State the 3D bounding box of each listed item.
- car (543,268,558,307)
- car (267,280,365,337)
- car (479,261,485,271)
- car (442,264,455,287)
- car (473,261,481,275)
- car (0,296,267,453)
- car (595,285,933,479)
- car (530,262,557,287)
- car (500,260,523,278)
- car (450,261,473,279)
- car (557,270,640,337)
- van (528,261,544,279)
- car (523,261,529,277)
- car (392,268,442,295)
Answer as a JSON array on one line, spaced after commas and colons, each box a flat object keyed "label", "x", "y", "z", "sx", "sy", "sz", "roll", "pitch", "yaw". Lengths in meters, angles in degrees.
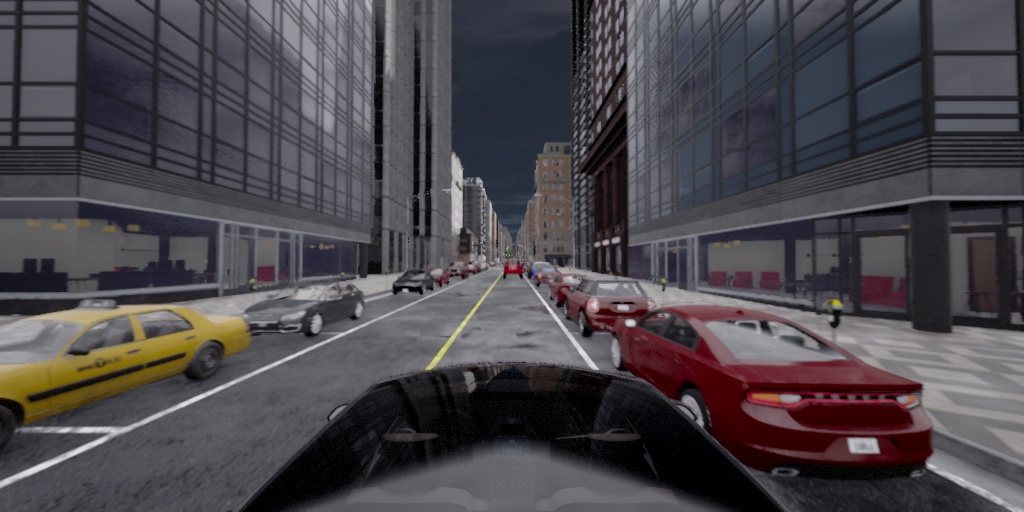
[{"label": "car", "x": 2.674, "y": 1.457, "z": 16.201, "sx": 1.888, "sy": 1.381, "sz": 4.507, "roll": 0, "pitch": 0, "yaw": 0}, {"label": "car", "x": -5.854, "y": 1.400, "z": 10.587, "sx": 2.007, "sy": 1.370, "sz": 4.403, "roll": 0, "pitch": 0, "yaw": 0}, {"label": "car", "x": -5.839, "y": 1.679, "z": 55.580, "sx": 2.192, "sy": 1.841, "sz": 5.009, "roll": 0, "pitch": 0, "yaw": 0}, {"label": "car", "x": -5.848, "y": 1.585, "z": 27.459, "sx": 1.888, "sy": 1.381, "sz": 4.507, "roll": 0, "pitch": 0, "yaw": 0}, {"label": "car", "x": -5.840, "y": 1.844, "z": 49.955, "sx": 1.888, "sy": 1.381, "sz": 4.507, "roll": 0, "pitch": 0, "yaw": 0}, {"label": "car", "x": -5.856, "y": 1.312, "z": 4.793, "sx": 1.751, "sy": 1.417, "sz": 4.829, "roll": 0, "pitch": 0, "yaw": 0}, {"label": "car", "x": 2.670, "y": 1.331, "z": 4.953, "sx": 1.888, "sy": 1.381, "sz": 4.507, "roll": 0, "pitch": 0, "yaw": 0}, {"label": "car", "x": 2.678, "y": 1.479, "z": 27.449, "sx": 1.967, "sy": 1.591, "sz": 4.097, "roll": 0, "pitch": 0, "yaw": 0}, {"label": "car", "x": 0.114, "y": 1.418, "z": 41.036, "sx": 2.150, "sy": 2.045, "sz": 5.566, "roll": 0, "pitch": 0, "yaw": 0}, {"label": "car", "x": -5.844, "y": 1.483, "z": 38.707, "sx": 2.192, "sy": 1.841, "sz": 5.009, "roll": 0, "pitch": 0, "yaw": 0}, {"label": "car", "x": 2.672, "y": 1.289, "z": 10.577, "sx": 1.967, "sy": 1.591, "sz": 4.097, "roll": 0, "pitch": 0, "yaw": 0}, {"label": "van", "x": 2.680, "y": 1.444, "z": 33.073, "sx": 1.690, "sy": 1.789, "sz": 3.998, "roll": 0, "pitch": 0, "yaw": 0}, {"label": "car", "x": 2.682, "y": 1.483, "z": 38.696, "sx": 2.192, "sy": 1.841, "sz": 5.009, "roll": 0, "pitch": 0, "yaw": 0}, {"label": "car", "x": -5.850, "y": 1.542, "z": 21.835, "sx": 1.948, "sy": 1.339, "sz": 4.313, "roll": 0, "pitch": 0, "yaw": 0}]
